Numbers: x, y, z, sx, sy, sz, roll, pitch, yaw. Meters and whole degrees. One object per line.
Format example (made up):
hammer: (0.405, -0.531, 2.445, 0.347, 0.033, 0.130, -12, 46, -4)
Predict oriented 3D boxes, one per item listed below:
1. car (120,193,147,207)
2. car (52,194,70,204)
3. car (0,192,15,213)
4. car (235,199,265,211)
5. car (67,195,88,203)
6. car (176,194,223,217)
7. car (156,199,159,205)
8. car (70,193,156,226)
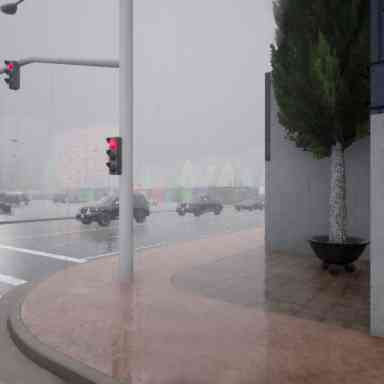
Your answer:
car: (-8.772, 1.156, 49.662, 3.866, 1.878, 1.905, 0, 0, 35)
car: (-23.069, 1.153, 59.788, 4.605, 1.855, 1.932, 0, 0, 35)
car: (-20.102, 1.156, 33.640, 3.866, 1.878, 1.905, 0, 0, 35)
car: (7.242, 1.547, 40.599, 2.033, 1.411, 5.357, 0, 0, 37)
car: (-21.340, 1.364, 62.113, 3.905, 1.438, 1.784, 0, 0, 35)
car: (0.841, 1.221, 32.086, 2.150, 2.045, 5.566, 0, 0, 37)
car: (-7.087, 1.395, 52.017, 3.806, 1.475, 1.970, 0, 0, 35)
car: (-5.430, 1.221, 23.684, 2.150, 2.045, 5.566, 0, 0, 36)
